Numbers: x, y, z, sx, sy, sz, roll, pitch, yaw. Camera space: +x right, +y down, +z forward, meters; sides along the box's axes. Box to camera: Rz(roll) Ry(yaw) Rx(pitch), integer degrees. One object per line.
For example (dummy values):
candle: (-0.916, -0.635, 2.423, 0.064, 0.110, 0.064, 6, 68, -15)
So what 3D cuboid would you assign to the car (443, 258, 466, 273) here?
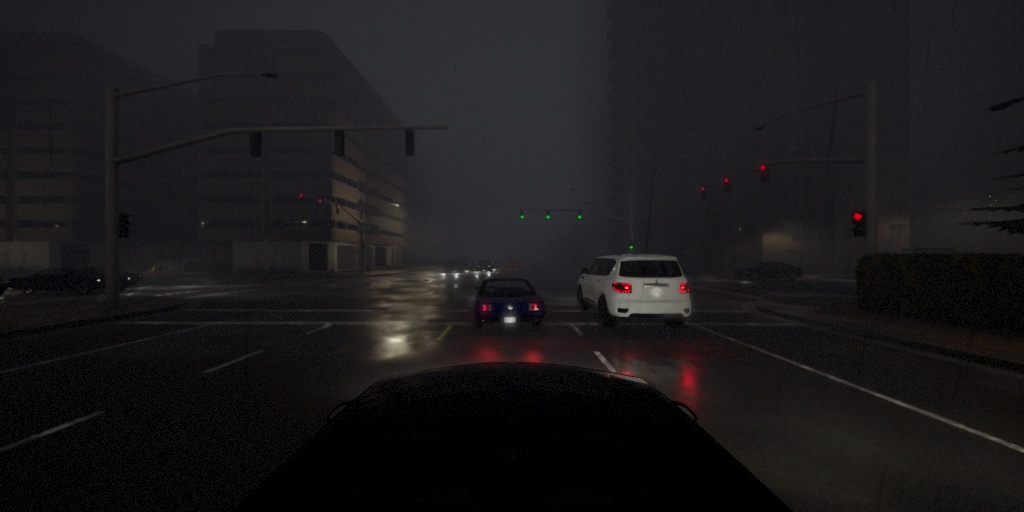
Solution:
car: (-7.071, 1.233, 43.344, 1.812, 1.442, 4.674, 0, 0, 0)

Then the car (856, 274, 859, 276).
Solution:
car: (30.911, 1.246, 29.244, 4.674, 1.442, 1.812, 0, 0, 1)

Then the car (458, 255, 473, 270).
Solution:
car: (-7.064, 0.919, 53.041, 2.150, 2.045, 5.566, 0, 0, 0)

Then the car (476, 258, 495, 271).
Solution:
car: (-3.583, 1.208, 47.251, 1.837, 1.490, 4.892, 0, 0, 0)

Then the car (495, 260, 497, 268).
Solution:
car: (-3.537, 1.045, 57.138, 2.097, 1.767, 4.553, 0, 0, 1)

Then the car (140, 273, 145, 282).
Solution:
car: (-26.357, 1.330, 22.648, 4.718, 1.301, 1.895, 0, 0, 1)

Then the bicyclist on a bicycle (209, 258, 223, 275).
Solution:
bicyclist on a bicycle: (-28.628, 1.018, 34.654, 0.582, 1.620, 1.656, 0, 0, 1)

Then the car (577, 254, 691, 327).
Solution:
car: (3.587, 0.961, 11.564, 2.150, 2.045, 5.566, 0, 0, 0)

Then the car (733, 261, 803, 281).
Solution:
car: (20.883, 1.199, 29.363, 5.008, 1.535, 1.882, 0, 0, 1)

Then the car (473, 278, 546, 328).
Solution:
car: (-0.253, 1.341, 11.376, 1.895, 1.301, 4.718, 0, 0, -5)

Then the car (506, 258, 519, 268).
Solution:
car: (0.092, 1.047, 56.899, 2.097, 1.767, 4.553, 0, 0, 0)

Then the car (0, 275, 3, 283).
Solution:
car: (-35.453, 1.255, 22.738, 4.674, 1.442, 1.812, 0, 0, 1)

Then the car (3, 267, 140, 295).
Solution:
car: (-23.312, 1.334, 19.117, 4.718, 1.301, 1.895, 0, 0, 1)
